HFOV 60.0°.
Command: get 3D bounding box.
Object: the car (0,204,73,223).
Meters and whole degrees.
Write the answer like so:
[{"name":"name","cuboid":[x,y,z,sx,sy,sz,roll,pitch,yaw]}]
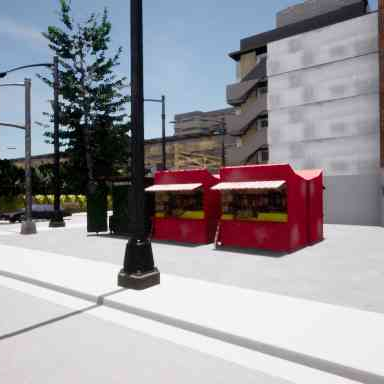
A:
[{"name":"car","cuboid":[-12.444,1.686,26.971,2.033,1.411,5.357,-1,-1,36]}]
